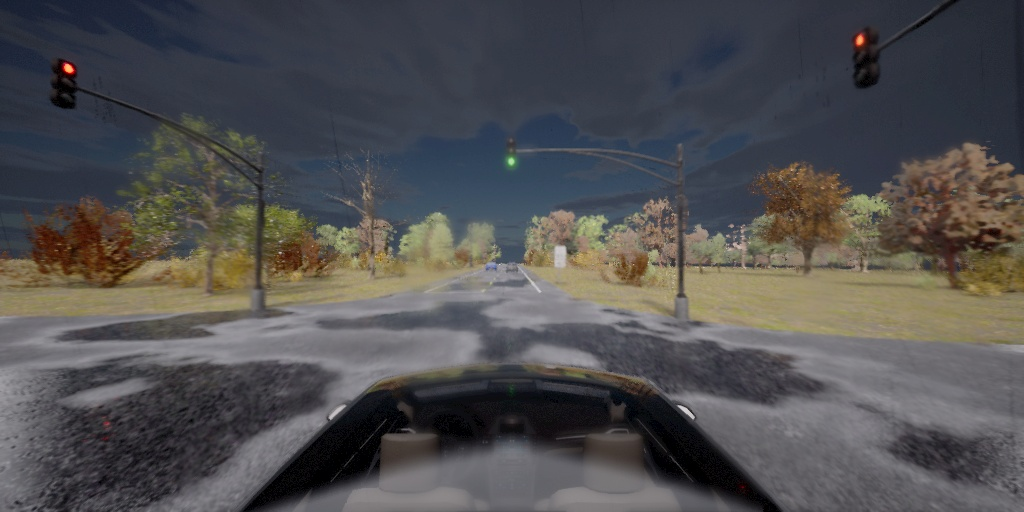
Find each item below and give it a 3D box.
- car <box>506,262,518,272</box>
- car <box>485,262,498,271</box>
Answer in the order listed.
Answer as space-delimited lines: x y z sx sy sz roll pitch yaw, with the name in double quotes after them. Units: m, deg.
-0.004 1.770 56.672 2.128 1.511 4.902 0 -1 0 "car"
-3.506 1.823 61.674 1.882 1.535 5.008 0 -1 0 "car"
